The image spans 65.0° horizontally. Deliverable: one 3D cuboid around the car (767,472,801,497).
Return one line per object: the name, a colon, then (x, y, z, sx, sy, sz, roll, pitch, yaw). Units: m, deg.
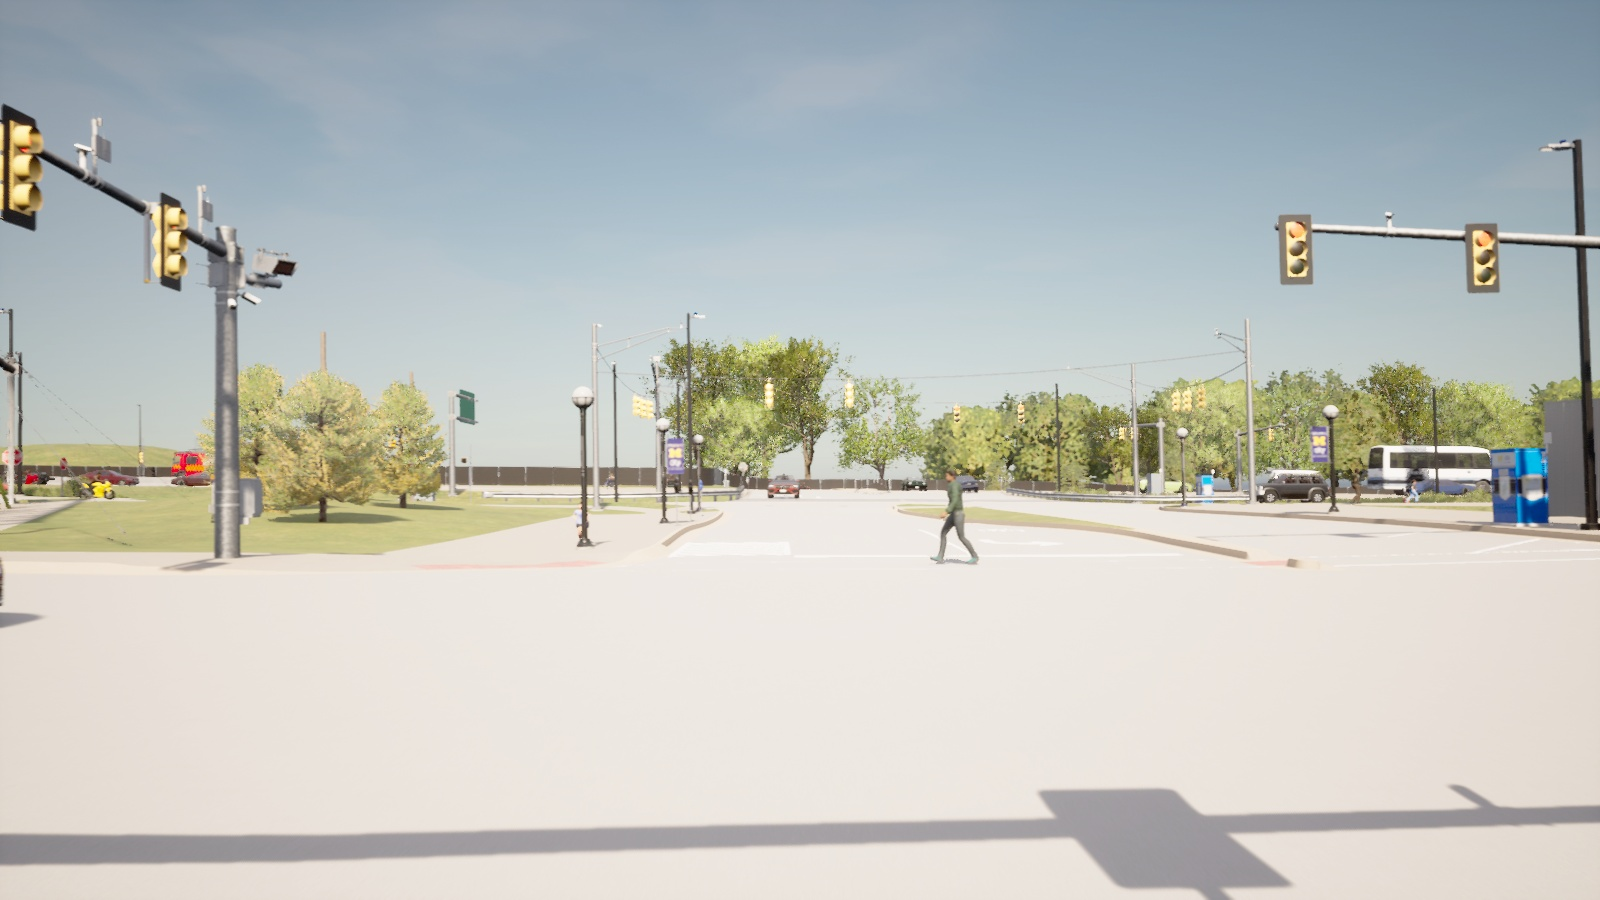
car: (-1.064, 2.372, 86.822, 2.152, 1.651, 5.027, 0, -1, 1)

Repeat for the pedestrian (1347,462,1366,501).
pedestrian: (27.955, 1.574, 63.092, 0.692, 1.930, 0.395, -1, -2, -1)

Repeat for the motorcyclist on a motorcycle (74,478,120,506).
motorcyclist on a motorcycle: (-38.161, 2.274, 68.194, 2.044, 1.523, 0.797, 0, -2, 1)

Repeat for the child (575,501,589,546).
child: (-5.374, 1.806, 30.952, 0.255, 1.110, 0.394, -1, -2, -1)

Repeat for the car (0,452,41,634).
car: (-10.012, 0.877, 11.710, 4.553, 1.767, 2.097, 0, -2, -2)

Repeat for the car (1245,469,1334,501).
car: (29.719, 2.129, 76.376, 4.605, 1.855, 1.932, 0, -2, 0)

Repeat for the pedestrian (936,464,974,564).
pedestrian: (2.918, 1.204, 23.724, 0.614, 1.847, 0.353, -2, -2, 0)
